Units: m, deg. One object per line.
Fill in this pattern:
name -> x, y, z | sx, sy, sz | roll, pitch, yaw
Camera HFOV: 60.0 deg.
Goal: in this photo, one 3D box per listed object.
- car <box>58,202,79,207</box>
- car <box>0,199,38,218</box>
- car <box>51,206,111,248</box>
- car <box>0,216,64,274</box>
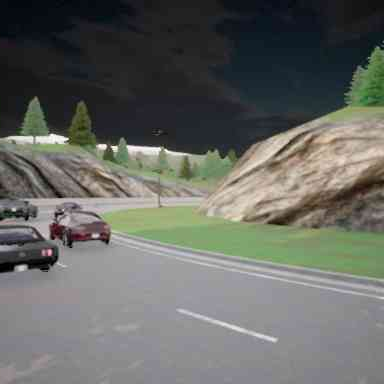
car -> -11.891, 1.695, 32.223 | 2.033, 1.411, 5.357 | 0, 0, -9
car -> -14.481, 1.456, 28.130 | 2.097, 1.767, 4.553 | 1, 0, -14
car -> -5.231, 1.600, 15.325 | 1.812, 1.442, 4.674 | 0, 0, -35
car -> -5.732, 1.637, 10.111 | 1.895, 1.301, 4.718 | 1, 0, -40
